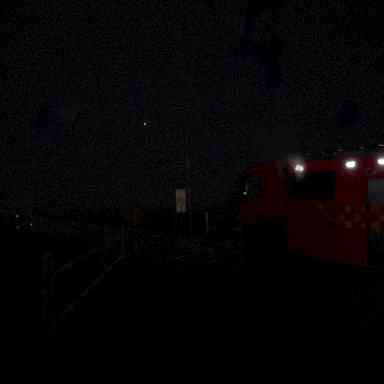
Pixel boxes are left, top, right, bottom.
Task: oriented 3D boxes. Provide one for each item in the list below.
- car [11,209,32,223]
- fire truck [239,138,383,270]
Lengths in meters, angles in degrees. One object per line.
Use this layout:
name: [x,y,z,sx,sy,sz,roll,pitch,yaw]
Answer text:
car: [-23.813,3.235,46.321,2.097,1.767,4.553,-2,-1,-36]
fire truck: [5.301,0.462,10.244,2.891,3.827,8.468,-1,0,-35]
